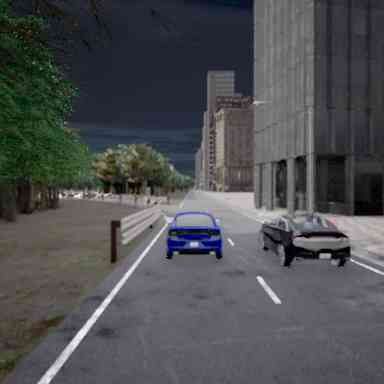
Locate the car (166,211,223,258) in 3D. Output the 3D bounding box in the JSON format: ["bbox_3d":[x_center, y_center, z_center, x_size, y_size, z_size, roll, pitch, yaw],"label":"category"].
[{"bbox_3d":[0.091,1.478,12.825,1.882,1.535,5.008,0,0,0],"label":"car"}]

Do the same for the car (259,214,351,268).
[{"bbox_3d":[3.572,1.493,11.303,2.128,1.511,4.902,0,0,0],"label":"car"}]

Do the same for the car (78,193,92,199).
[{"bbox_3d":[-26.880,1.018,83.430,4.892,1.490,1.837,1,1,44],"label":"car"}]
